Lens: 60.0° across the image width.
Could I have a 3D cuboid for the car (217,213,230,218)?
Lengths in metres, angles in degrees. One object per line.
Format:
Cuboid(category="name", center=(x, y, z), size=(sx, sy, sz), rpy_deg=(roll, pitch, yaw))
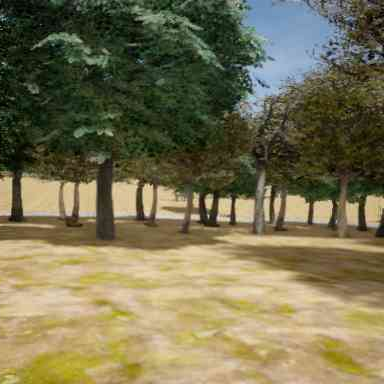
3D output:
Cuboid(category="car", center=(9.303, 6.370, 89.800), size=(4.718, 1.301, 1.895), rpy_deg=(3, 2, -19))
